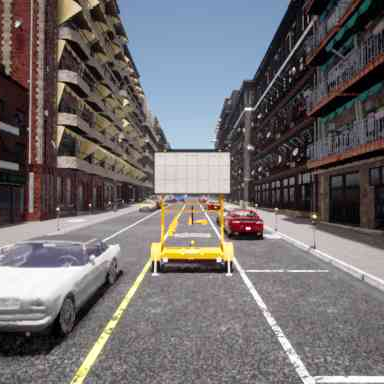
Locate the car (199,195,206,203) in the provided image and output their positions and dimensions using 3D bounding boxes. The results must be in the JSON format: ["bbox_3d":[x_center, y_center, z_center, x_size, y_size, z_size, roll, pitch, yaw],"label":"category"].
[{"bbox_3d":[2.722,1.683,61.930,1.887,1.381,4.507,1,0,0],"label":"car"}]

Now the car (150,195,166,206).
[{"bbox_3d":[-5.189,1.398,45.419,2.192,1.841,5.009,2,0,0],"label":"car"}]

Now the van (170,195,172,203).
[{"bbox_3d":[-5.154,1.480,62.010,1.690,1.788,3.998,1,0,0],"label":"van"}]

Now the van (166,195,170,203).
[{"bbox_3d":[-5.165,1.459,56.478,1.690,1.788,3.998,2,0,0],"label":"van"}]

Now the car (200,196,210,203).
[{"bbox_3d":[2.756,1.625,72.992,1.967,1.590,4.097,1,0,0],"label":"car"}]

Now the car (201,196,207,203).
[{"bbox_3d":[2.684,1.634,45.338,2.008,1.369,4.403,1,0,0],"label":"car"}]

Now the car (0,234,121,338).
[{"bbox_3d":[-2.836,1.606,6.739,1.895,1.301,4.718,0,0,0],"label":"car"}]

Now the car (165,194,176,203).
[{"bbox_3d":[-5.116,1.525,78.600,2.192,1.841,5.009,1,0,0],"label":"car"}]

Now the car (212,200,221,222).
[{"bbox_3d":[2.637,1.554,23.386,1.752,1.417,4.829,1,0,0],"label":"car"}]

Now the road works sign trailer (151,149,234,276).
[{"bbox_3d":[0.013,0.473,10.378,2.380,3.560,2.880,0,0,0],"label":"road works sign trailer"}]

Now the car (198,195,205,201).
[{"bbox_3d":[2.762,1.734,95.117,1.967,1.590,4.097,1,0,0],"label":"car"}]

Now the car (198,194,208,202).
[{"bbox_3d":[2.741,1.550,84.054,2.192,1.841,5.009,1,0,0],"label":"car"}]

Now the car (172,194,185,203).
[{"bbox_3d":[-2.598,1.386,68.469,2.150,2.045,5.566,0,0,0],"label":"car"}]

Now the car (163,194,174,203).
[{"bbox_3d":[-5.129,1.500,73.070,2.192,1.841,5.009,1,0,0],"label":"car"}]

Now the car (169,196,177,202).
[{"bbox_3d":[-5.099,1.830,89.662,1.947,1.339,4.313,1,0,0],"label":"car"}]

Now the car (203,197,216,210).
[{"bbox_3d":[2.672,1.613,39.806,1.887,1.381,4.507,1,0,0],"label":"car"}]

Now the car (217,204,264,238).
[{"bbox_3d":[2.624,1.564,17.684,1.887,1.381,4.507,1,0,0],"label":"car"}]

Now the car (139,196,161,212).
[{"bbox_3d":[-5.207,1.593,39.717,1.752,1.417,4.829,2,0,0],"label":"car"}]
